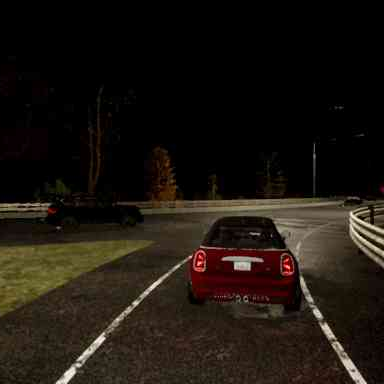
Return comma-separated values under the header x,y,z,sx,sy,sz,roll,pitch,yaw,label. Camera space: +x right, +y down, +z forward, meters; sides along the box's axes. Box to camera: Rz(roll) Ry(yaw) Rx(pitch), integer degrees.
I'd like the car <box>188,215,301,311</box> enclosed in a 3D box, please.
x,y,z,sx,sy,sz,roll,pitch,yaw,label
1.299,1.351,8.062,2.097,1.767,4.553,0,0,11,car

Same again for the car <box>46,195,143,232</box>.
x,y,z,sx,sy,sz,roll,pitch,yaw,label
-5.812,1.212,20.120,5.566,2.045,2.150,0,0,-25,car

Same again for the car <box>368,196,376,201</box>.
x,y,z,sx,sy,sz,roll,pitch,yaw,label
44.451,1.587,83.183,1.895,1.301,4.718,0,0,20,car

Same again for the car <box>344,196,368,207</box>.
x,y,z,sx,sy,sz,roll,pitch,yaw,label
25.670,1.485,52.719,2.128,1.511,4.902,0,0,41,car
